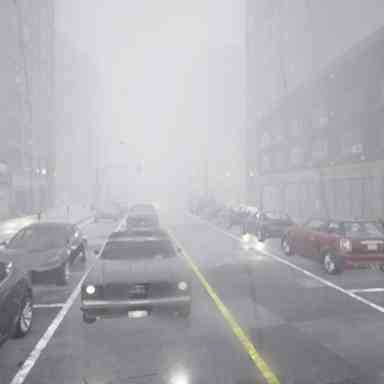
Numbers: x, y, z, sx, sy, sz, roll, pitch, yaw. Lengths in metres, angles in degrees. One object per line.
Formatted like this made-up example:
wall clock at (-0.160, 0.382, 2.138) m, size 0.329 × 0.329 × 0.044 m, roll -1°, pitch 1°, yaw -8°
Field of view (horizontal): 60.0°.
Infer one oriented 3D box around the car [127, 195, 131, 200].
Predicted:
car at (-8.118, 1.435, 36.588) m, size 1.967 × 1.590 × 4.097 m, roll 0°, pitch 0°, yaw -8°

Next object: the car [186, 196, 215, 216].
car at (1.129, 1.313, 32.387) m, size 2.192 × 1.841 × 5.009 m, roll 0°, pitch 0°, yaw -8°

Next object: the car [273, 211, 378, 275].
car at (4.386, 1.440, 10.534) m, size 1.967 × 1.590 × 4.097 m, roll 0°, pitch 0°, yaw -8°

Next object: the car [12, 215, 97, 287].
car at (-4.044, 1.564, 9.264) m, size 1.947 × 1.339 × 4.313 m, roll 0°, pitch 0°, yaw -8°

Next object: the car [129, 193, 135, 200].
car at (-16.756, 1.467, 90.932) m, size 1.967 × 1.590 × 4.097 m, roll 0°, pitch 0°, yaw -10°

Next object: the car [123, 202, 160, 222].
car at (-3.088, 1.475, 20.944) m, size 1.882 × 1.535 × 5.008 m, roll 0°, pitch 0°, yaw -8°

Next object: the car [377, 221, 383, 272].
car at (5.201, 1.441, 5.071) m, size 1.967 × 1.590 × 4.097 m, roll 0°, pitch 0°, yaw -8°

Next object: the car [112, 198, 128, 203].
car at (-7.304, 1.562, 31.123) m, size 1.947 × 1.339 × 4.313 m, roll 0°, pitch 0°, yaw -8°

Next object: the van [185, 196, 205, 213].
van at (0.314, 1.338, 37.850) m, size 1.690 × 1.788 × 3.998 m, roll 0°, pitch 0°, yaw -8°

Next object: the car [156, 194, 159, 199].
car at (-8.353, 1.611, 92.365) m, size 1.802 × 1.307 × 4.206 m, roll 0°, pitch 0°, yaw -10°

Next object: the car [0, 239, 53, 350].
car at (-3.230, 1.565, 3.800) m, size 1.947 × 1.339 × 4.313 m, roll 0°, pitch 0°, yaw -8°

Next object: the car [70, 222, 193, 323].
car at (-1.178, 1.600, 7.390) m, size 1.895 × 1.301 × 4.718 m, roll 0°, pitch 0°, yaw -8°

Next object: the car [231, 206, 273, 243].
car at (3.572, 1.550, 15.997) m, size 2.008 × 1.369 × 4.403 m, roll 0°, pitch 0°, yaw -8°

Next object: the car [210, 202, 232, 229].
car at (2.757, 1.550, 21.460) m, size 2.008 × 1.369 × 4.403 m, roll 0°, pitch 0°, yaw -8°

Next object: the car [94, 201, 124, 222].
car at (-6.489, 1.578, 25.659) m, size 1.802 × 1.307 × 4.206 m, roll 0°, pitch 0°, yaw -8°

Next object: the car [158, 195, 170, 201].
car at (-6.440, 1.459, 81.218) m, size 1.967 × 1.590 × 4.097 m, roll 0°, pitch 0°, yaw -10°

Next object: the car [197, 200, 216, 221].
car at (1.943, 1.564, 26.923) m, size 1.947 × 1.339 × 4.313 m, roll 0°, pitch 0°, yaw -8°
